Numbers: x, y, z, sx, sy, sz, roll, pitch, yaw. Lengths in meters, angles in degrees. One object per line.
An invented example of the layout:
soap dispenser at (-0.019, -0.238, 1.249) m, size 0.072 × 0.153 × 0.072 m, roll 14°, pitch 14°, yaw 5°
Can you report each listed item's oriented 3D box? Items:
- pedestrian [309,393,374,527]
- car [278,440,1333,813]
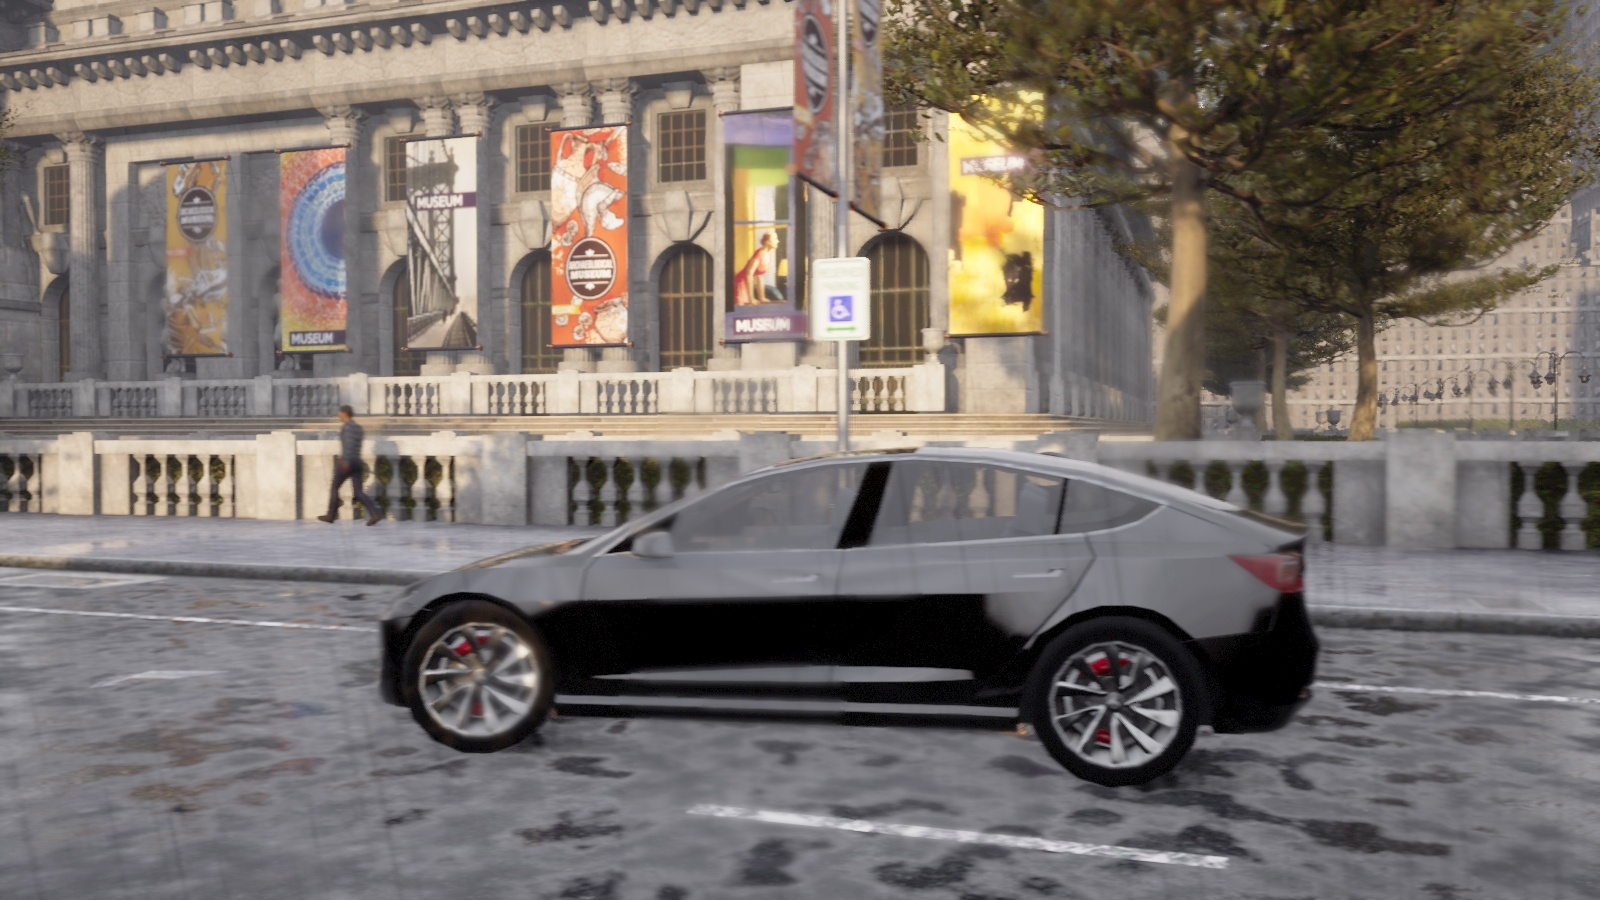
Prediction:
pedestrian at (-6.773, 0.137, 18.559) m, size 0.788 × 1.949 × 0.423 m, roll 1°, pitch 1°, yaw 14°
car at (0.034, 0.714, 6.677) m, size 4.792 × 1.488 × 2.163 m, roll 0°, pitch 1°, yaw 11°
